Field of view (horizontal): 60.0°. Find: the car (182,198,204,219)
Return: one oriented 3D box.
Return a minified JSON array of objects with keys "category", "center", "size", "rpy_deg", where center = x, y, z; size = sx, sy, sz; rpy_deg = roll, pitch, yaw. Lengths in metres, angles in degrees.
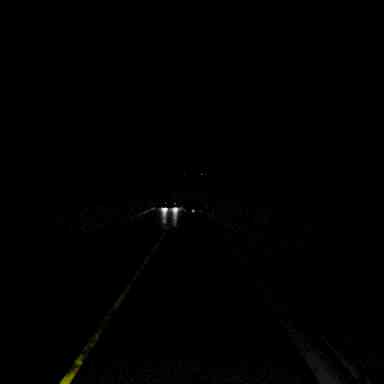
[{"category":"car","center":[0.100,1.558,28.910],"size":[2.033,1.411,5.357],"rpy_deg":[0,0,0]}]

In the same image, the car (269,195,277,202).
[{"category":"car","center":[17.062,1.288,66.457],"size":[4.403,1.369,2.008],"rpy_deg":[-1,1,0]}]

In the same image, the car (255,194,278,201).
[{"category":"car","center":[16.733,1.165,74.982],"size":[4.829,1.417,1.752],"rpy_deg":[-1,1,0]}]

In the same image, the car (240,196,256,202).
[{"category":"car","center":[11.684,1.365,66.468],"size":[4.313,1.339,1.947],"rpy_deg":[-1,1,0]}]

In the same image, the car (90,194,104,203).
[{"category":"car","center":[-20.968,1.466,66.527],"size":[5.009,1.841,2.192],"rpy_deg":[-1,1,0]}]

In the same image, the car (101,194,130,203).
[{"category":"car","center":[-15.285,1.675,66.522],"size":[4.206,1.307,1.802],"rpy_deg":[-1,1,0]}]

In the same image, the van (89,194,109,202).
[{"category":"van","center":[-20.960,1.390,75.053],"size":[3.998,1.788,1.690],"rpy_deg":[-1,1,0]}]

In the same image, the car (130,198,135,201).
[{"category":"car","center":[-15.448,1.518,75.046],"size":[4.829,1.417,1.752],"rpy_deg":[-1,1,0]}]

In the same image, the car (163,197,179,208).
[{"category":"car","center":[-3.001,1.485,48.489],"size":[1.837,1.490,4.892],"rpy_deg":[0,0,0]}]

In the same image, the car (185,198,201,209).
[{"category":"car","center":[0.100,1.544,44.667],"size":[1.994,1.385,4.181],"rpy_deg":[0,0,0]}]
